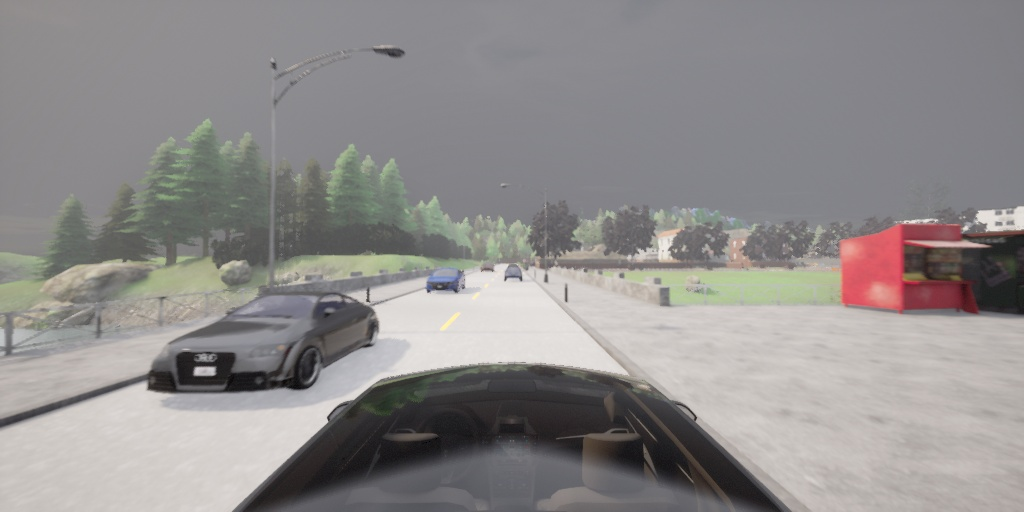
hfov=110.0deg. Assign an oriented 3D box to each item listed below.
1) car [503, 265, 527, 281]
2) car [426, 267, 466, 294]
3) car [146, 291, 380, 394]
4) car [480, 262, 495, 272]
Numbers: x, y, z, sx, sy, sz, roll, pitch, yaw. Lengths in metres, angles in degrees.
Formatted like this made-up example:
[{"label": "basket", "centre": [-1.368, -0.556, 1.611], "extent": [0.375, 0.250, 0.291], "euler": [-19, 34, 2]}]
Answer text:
[{"label": "car", "centre": [0.120, 1.698, 35.363], "extent": [2.033, 1.411, 5.357], "euler": [0, -1, 0]}, {"label": "car", "centre": [-4.094, 1.479, 22.804], "extent": [1.882, 1.535, 5.008], "euler": [0, 0, 0]}, {"label": "car", "centre": [-4.097, 1.374, 6.778], "extent": [1.994, 1.385, 4.181], "euler": [0, -1, 0]}, {"label": "car", "centre": [-4.028, 1.792, 59.561], "extent": [2.097, 1.767, 4.553], "euler": [0, -1, 1]}]
